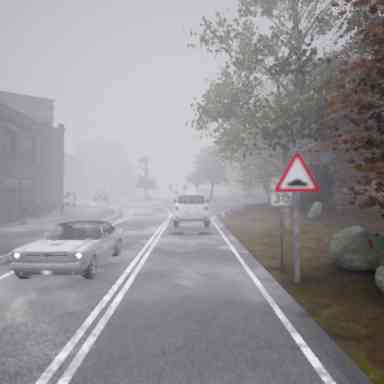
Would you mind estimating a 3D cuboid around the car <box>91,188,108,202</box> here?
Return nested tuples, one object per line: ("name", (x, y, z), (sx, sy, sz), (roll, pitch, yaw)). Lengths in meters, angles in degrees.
("car", (-14.176, 0.473, 51.134), (2.150, 2.045, 5.566), (0, 1, -16))

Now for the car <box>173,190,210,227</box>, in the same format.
("car", (-0.025, 1.057, 21.445), (2.150, 2.045, 5.566), (0, 1, 0))

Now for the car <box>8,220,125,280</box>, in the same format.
("car", (-3.376, 1.548, 9.922), (1.895, 1.301, 4.718), (0, 0, 0))
